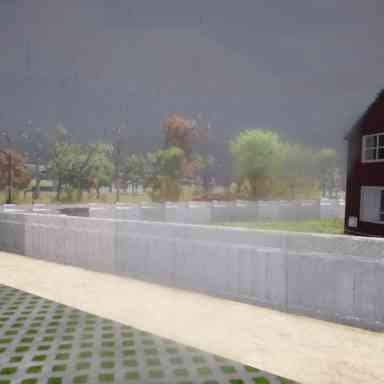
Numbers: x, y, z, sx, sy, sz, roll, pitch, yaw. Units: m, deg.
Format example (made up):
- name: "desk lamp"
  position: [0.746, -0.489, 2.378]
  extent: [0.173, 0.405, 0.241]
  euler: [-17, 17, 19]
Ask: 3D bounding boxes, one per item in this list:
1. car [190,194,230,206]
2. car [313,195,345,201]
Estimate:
- name: "car"
  position: [2.145, 1.011, 40.366]
  extent: [5.008, 1.535, 1.882]
  euler: [0, 2, -18]
- name: "car"
  position: [19.030, 1.102, 45.922]
  extent: [4.718, 1.301, 1.895]
  euler: [0, 2, -19]
